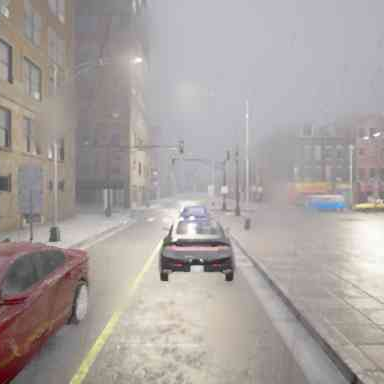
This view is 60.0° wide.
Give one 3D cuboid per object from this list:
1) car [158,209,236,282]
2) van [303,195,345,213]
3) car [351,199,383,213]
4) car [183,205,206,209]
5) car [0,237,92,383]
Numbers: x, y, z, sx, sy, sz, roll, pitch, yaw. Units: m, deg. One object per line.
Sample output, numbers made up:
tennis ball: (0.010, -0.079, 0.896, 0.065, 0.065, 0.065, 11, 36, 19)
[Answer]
car: (0.120, 1.467, 9.689, 2.128, 1.511, 4.902, 0, 0, 0)
van: (13.818, 1.254, 34.752, 3.998, 1.788, 1.690, 0, 0, 0)
car: (19.260, 1.434, 34.731, 4.829, 1.417, 1.752, 0, 0, 0)
car: (0.150, 1.480, 18.986, 1.812, 1.442, 4.674, 0, 0, 2)
car: (-2.822, 1.467, 4.243, 1.882, 1.535, 5.008, 0, 0, 0)
